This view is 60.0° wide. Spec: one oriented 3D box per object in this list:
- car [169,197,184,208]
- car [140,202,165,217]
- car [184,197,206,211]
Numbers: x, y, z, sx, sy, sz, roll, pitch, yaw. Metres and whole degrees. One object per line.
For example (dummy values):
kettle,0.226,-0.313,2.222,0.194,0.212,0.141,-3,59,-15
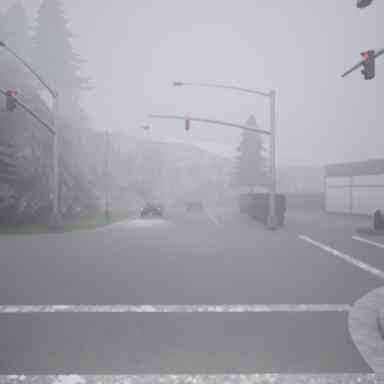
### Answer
car,-1.126,1.439,45.878,2.128,1.511,4.902,-1,0,42
car,-3.570,1.566,30.815,1.895,1.301,4.718,0,0,0
car,0.508,1.460,39.263,1.837,1.490,4.892,0,0,5
